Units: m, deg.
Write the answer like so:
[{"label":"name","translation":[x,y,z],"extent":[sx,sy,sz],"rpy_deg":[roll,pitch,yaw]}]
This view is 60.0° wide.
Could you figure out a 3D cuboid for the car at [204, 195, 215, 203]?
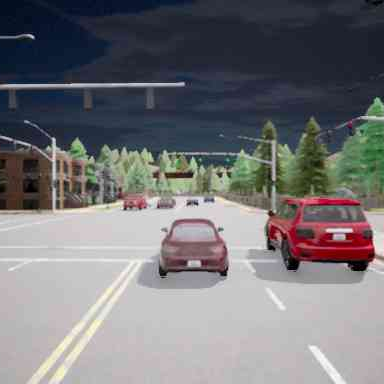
[{"label":"car","translation":[3.495,1.337,68.264],"extent":[2.097,1.767,4.553],"rpy_deg":[0,0,0]}]

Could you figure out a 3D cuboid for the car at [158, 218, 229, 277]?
[{"label":"car","translation":[0.019,1.523,10.119],"extent":[1.812,1.442,4.674],"rpy_deg":[0,0,-1]}]

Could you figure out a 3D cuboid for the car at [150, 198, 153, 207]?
[{"label":"car","translation":[-7.097,1.514,51.243],"extent":[1.812,1.442,4.674],"rpy_deg":[0,0,1]}]

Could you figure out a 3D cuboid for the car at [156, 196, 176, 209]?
[{"label":"car","translation":[-3.605,1.341,45.114],"extent":[2.097,1.767,4.553],"rpy_deg":[0,0,0]}]

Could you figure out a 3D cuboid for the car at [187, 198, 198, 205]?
[{"label":"car","translation":[0.090,1.587,56.052],"extent":[1.895,1.301,4.718],"rpy_deg":[0,0,0]}]

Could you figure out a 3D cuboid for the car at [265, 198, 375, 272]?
[{"label":"car","translation":[3.853,1.218,10.992],"extent":[2.150,2.045,5.566],"rpy_deg":[0,0,4]}]

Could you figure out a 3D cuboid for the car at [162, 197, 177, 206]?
[{"label":"car","translation":[-3.587,1.551,53.722],"extent":[1.994,1.385,4.181],"rpy_deg":[0,0,0]}]

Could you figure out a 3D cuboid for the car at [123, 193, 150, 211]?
[{"label":"car","translation":[-7.078,1.212,41.844],"extent":[2.150,2.045,5.566],"rpy_deg":[0,0,2]}]
